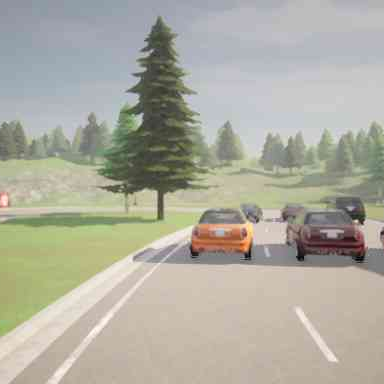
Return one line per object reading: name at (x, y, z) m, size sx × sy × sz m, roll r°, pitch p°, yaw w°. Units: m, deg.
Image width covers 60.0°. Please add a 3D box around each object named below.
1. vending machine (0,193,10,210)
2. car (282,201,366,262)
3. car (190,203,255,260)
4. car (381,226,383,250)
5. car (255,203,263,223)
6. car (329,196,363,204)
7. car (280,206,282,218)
vending machine at (-24.677, 1.234, 43.787) m, size 1.100 × 2.100 × 0.880 m, roll 0°, pitch 0°, yaw 35°
car at (4.774, 1.379, 12.509) m, size 2.097 × 1.767 × 4.553 m, roll 0°, pitch 0°, yaw 10°
car at (1.294, 1.375, 12.900) m, size 2.097 × 1.767 × 4.553 m, roll 0°, pitch 0°, yaw 10°
car at (8.048, 1.507, 11.083) m, size 1.882 × 1.535 × 5.008 m, roll 0°, pitch 0°, yaw 10°
car at (4.570, 1.598, 26.513) m, size 2.033 × 1.411 × 5.357 m, roll 0°, pitch 0°, yaw 15°
car at (11.506, 1.280, 25.304) m, size 2.150 × 2.045 × 5.566 m, roll 0°, pitch 0°, yaw 15°
car at (8.440, 1.622, 27.768) m, size 1.994 × 1.385 × 4.181 m, roll 0°, pitch 0°, yaw 12°
